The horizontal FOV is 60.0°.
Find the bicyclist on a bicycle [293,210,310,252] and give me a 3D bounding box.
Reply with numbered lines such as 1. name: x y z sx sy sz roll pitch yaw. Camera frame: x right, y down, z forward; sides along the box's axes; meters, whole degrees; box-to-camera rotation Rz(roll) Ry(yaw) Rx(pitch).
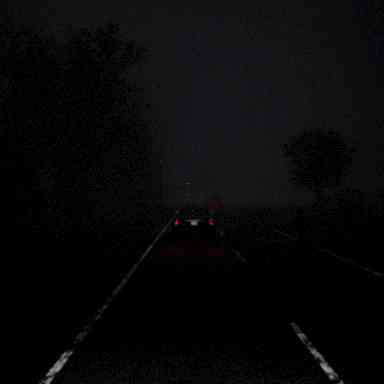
1. bicyclist on a bicycle: 4.460 1.548 13.523 0.582 1.620 1.656 0 -1 0

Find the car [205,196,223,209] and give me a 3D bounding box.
1. car: 3.570 1.585 51.595 2.150 2.045 5.566 0 0 0

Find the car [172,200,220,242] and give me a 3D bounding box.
1. car: 0.090 1.473 17.306 2.097 1.767 4.553 0 0 0
